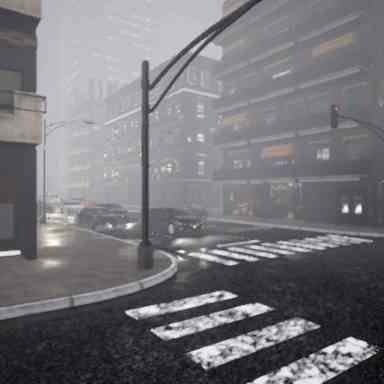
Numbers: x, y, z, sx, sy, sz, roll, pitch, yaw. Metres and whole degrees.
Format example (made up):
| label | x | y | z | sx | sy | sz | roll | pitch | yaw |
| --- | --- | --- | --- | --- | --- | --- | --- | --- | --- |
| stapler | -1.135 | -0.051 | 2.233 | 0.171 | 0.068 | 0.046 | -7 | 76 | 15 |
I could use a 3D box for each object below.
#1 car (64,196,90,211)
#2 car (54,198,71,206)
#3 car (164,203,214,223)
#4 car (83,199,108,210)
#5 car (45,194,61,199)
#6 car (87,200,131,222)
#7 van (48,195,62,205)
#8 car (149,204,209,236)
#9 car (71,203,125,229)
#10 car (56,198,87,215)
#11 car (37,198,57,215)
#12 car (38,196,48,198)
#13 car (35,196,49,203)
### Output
| label | x | y | z | sx | sy | sz | roll | pitch | yaw |
| --- | --- | --- | --- | --- | --- | --- | --- | --- | --- |
| car | -15.518 | 1.523 | 44.755 | 2.097 | 1.767 | 4.553 | 0 | 0 | -36 |
| car | -23.275 | 1.746 | 59.708 | 1.802 | 1.307 | 4.206 | 0 | 0 | -36 |
| car | -0.348 | 1.709 | 28.074 | 2.008 | 1.369 | 4.403 | 0 | 0 | -36 |
| car | -13.472 | 1.710 | 46.135 | 1.887 | 1.381 | 4.507 | 0 | 0 | -36 |
| car | -23.843 | 1.388 | 56.212 | 2.150 | 2.045 | 5.566 | 0 | 0 | -36 |
| car | -6.845 | 1.668 | 27.802 | 1.837 | 1.490 | 4.892 | 0 | 0 | -36 |
| van | -26.519 | 1.505 | 64.250 | 1.690 | 1.788 | 3.998 | 0 | 0 | -36 |
| car | -1.269 | 1.664 | 20.130 | 1.837 | 1.490 | 4.892 | 0 | 0 | -36 |
| car | -6.723 | 1.730 | 23.441 | 1.947 | 1.339 | 4.313 | 0 | 0 | -36 |
| car | -12.902 | 1.693 | 36.152 | 1.812 | 1.442 | 4.674 | 0 | 0 | -36 |
| car | -16.566 | 1.715 | 36.987 | 1.887 | 1.381 | 4.507 | 0 | 0 | -36 |
| car | -19.847 | 1.611 | 41.502 | 1.967 | 1.590 | 4.097 | 0 | 0 | -36 |
| car | -33.054 | 1.602 | 73.302 | 1.967 | 1.590 | 4.097 | 0 | 0 | -36 |
